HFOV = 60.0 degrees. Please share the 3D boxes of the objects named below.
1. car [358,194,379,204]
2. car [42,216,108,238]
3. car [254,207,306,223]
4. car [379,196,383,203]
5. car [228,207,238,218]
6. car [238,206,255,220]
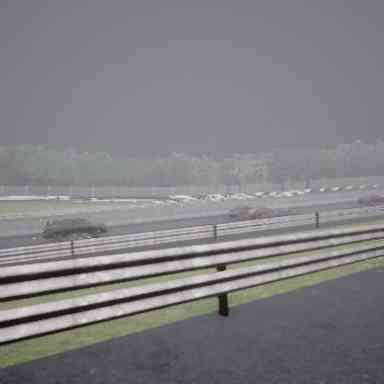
[{"bbox_3d":[26.591,0.988,49.116,4.181,1.385,1.994,-4,2,-24],"label":"car"},{"bbox_3d":[-10.162,3.140,29.001,5.566,2.045,2.150,-4,2,-24],"label":"car"},{"bbox_3d":[9.300,2.355,33.799,4.902,1.511,2.128,-4,2,-24],"label":"car"},{"bbox_3d":[25.778,1.289,41.099,4.181,1.385,1.994,-4,2,-24],"label":"car"},{"bbox_3d":[6.462,2.373,40.197,4.181,1.385,1.994,-4,2,-24],"label":"car"},{"bbox_3d":[7.879,2.361,36.998,4.674,1.442,1.812,-4,2,-24],"label":"car"}]
